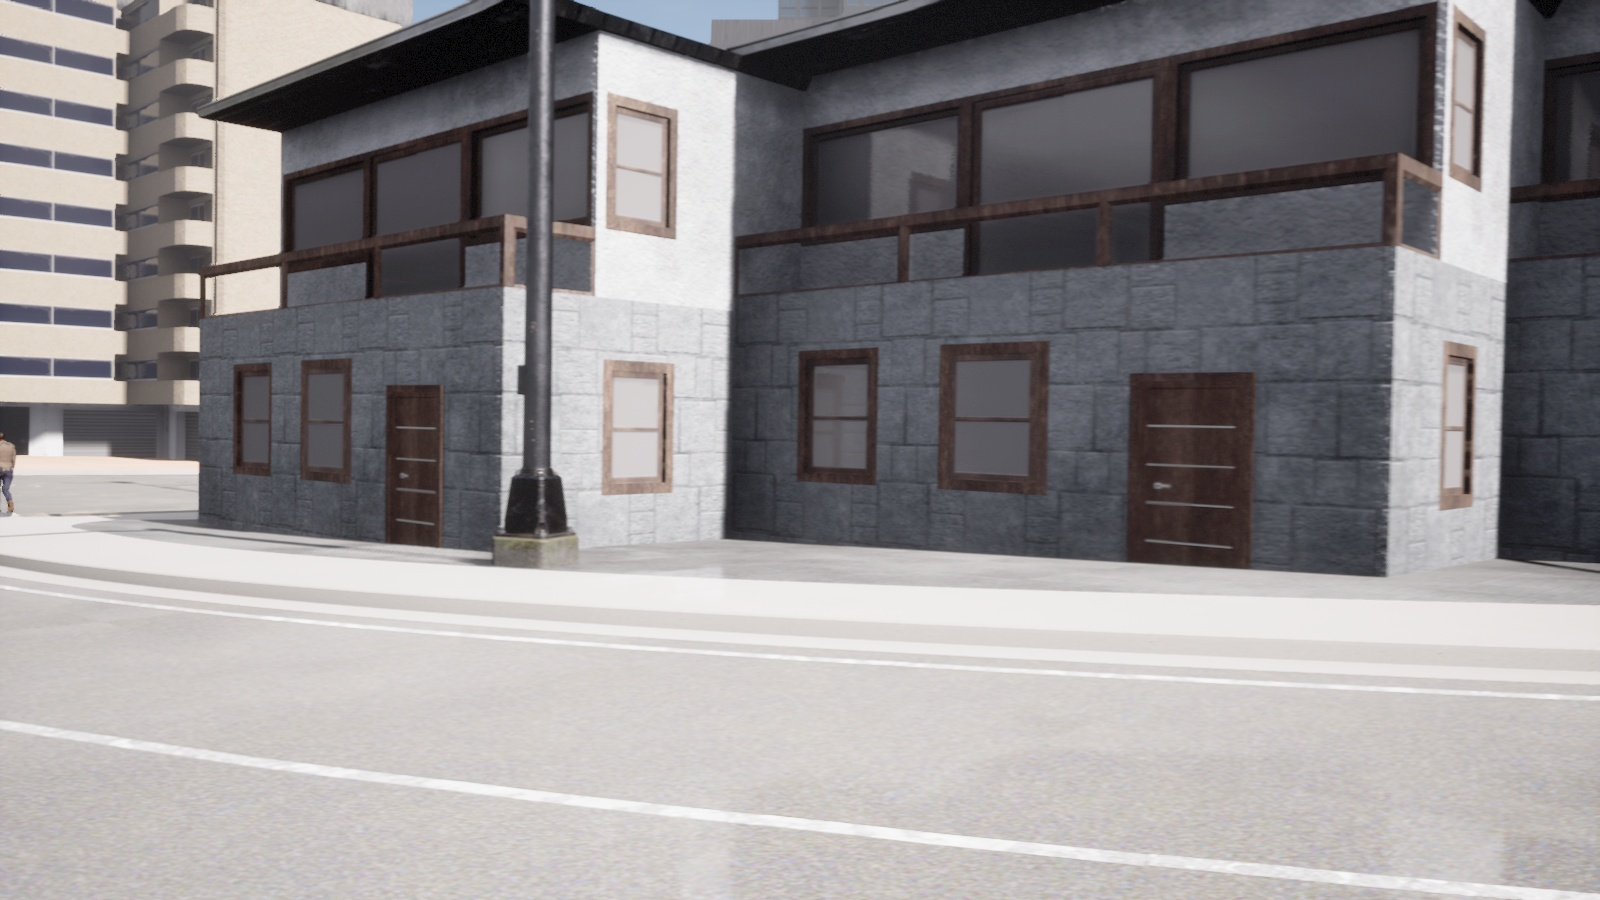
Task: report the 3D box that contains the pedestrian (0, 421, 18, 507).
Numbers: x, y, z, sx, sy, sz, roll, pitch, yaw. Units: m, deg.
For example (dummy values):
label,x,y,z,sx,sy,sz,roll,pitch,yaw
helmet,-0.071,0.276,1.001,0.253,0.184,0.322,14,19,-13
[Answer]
label,x,y,z,sx,sy,sz,roll,pitch,yaw
pedestrian,-17.196,0.291,27.036,0.869,1.805,0.328,2,2,39
